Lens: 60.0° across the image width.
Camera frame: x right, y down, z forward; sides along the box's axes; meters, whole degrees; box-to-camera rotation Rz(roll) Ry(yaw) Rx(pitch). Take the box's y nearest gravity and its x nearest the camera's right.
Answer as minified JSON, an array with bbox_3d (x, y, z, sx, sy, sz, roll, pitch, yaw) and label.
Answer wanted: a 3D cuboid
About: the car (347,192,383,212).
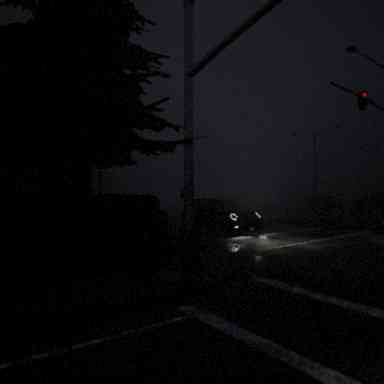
[{"bbox_3d":[18.037,0.987,33.077,1.905,1.878,3.866,0,0,-36],"label":"car"}]

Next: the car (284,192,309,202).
[{"bbox_3d":[20.918,0.948,66.839,1.932,1.855,4.605,0,0,-36],"label":"car"}]

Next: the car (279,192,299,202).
[{"bbox_3d":[18.805,0.936,64.801,1.905,1.878,3.866,0,0,-36],"label":"car"}]

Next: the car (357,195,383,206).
[{"bbox_3d":[26.597,1.166,48.104,2.007,1.523,4.514,0,0,-36],"label":"car"}]

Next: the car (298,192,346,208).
[{"bbox_3d":[16.087,0.998,41.378,1.932,1.855,4.605,0,0,-36],"label":"car"}]

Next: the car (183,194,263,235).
[{"bbox_3d":[1.467,1.131,17.196,2.097,1.767,4.553,0,0,-36],"label":"car"}]

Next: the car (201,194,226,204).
[{"bbox_3d":[3.431,1.143,53.277,1.970,1.475,3.806,0,0,-36],"label":"car"}]

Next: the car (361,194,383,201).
[{"bbox_3d":[37.990,1.193,69.863,1.970,1.475,3.806,0,0,-36],"label":"car"}]
